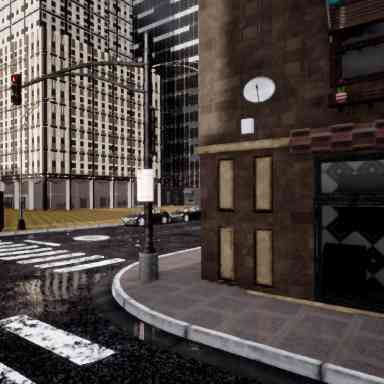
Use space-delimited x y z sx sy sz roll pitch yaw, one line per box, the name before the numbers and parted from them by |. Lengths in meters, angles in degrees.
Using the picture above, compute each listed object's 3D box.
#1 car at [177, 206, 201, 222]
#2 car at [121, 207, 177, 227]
car | -0.356 1.974 30.488 2.008 1.369 4.403 -2 -2 35
car | -3.555 1.893 25.929 2.008 1.369 4.403 -2 -2 35
